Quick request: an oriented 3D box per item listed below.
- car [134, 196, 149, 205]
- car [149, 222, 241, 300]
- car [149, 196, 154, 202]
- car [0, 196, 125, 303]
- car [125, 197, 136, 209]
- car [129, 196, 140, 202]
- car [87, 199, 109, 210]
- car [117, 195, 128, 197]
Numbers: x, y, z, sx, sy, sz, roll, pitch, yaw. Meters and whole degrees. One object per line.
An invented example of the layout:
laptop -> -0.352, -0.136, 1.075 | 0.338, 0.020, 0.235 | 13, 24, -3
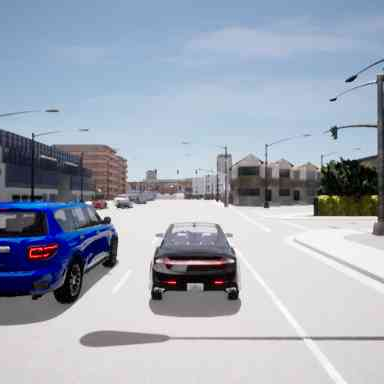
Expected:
car -> -10.556, 1.701, 67.750 | 2.097, 1.767, 4.553 | 0, 1, 0
car -> 0.062, 1.506, 8.422 | 2.128, 1.511, 4.902 | 0, 0, 0
car -> -10.563, 1.672, 83.154 | 1.837, 1.490, 4.892 | 0, 0, 0
car -> -3.439, 1.239, 8.379 | 2.150, 2.045, 5.566 | 0, 0, 0
car -> -10.628, 1.989, 52.468 | 1.994, 1.385, 4.181 | 0, 0, 0
car -> -14.062, 1.774, 81.860 | 1.895, 1.301, 4.718 | 0, 0, 0
car -> -14.134, 1.894, 50.460 | 1.882, 1.535, 5.008 | 0, 0, 0
car -> -14.058, 1.585, 66.185 | 2.150, 2.045, 5.566 | 0, 1, 0
